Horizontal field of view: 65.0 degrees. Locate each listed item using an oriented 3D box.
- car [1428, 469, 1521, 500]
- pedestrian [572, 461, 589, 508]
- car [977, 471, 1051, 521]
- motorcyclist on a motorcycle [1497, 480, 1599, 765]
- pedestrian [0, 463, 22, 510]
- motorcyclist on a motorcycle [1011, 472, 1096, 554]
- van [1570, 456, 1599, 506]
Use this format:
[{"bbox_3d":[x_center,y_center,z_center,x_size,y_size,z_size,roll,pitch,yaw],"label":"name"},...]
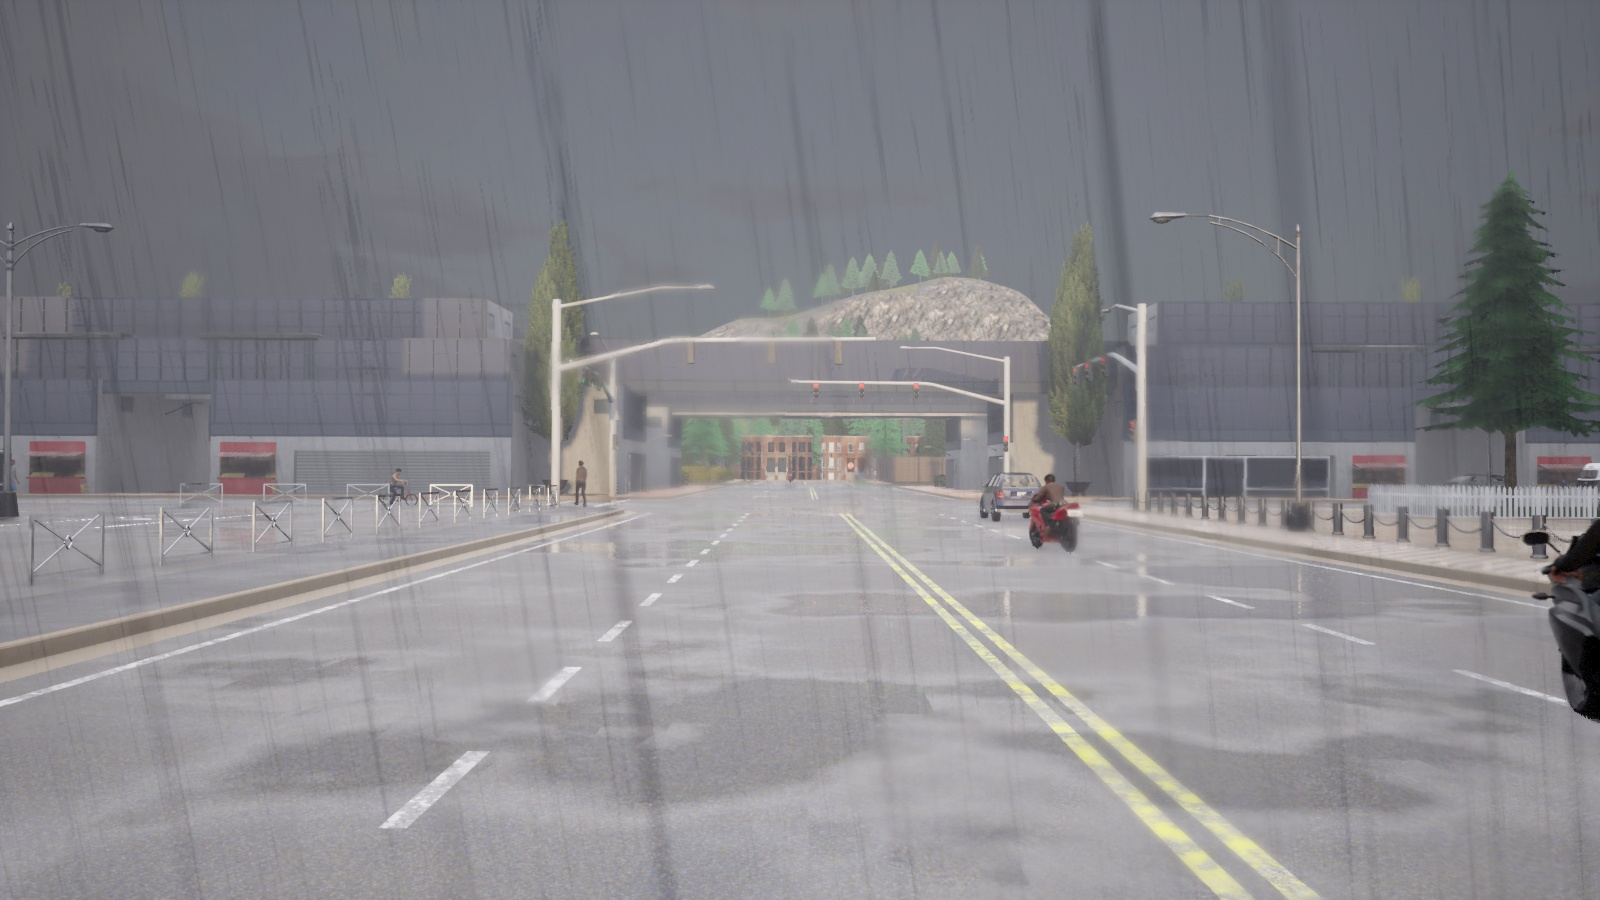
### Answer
[{"bbox_3d":[33.890,1.716,63.182,3.705,1.549,1.789,0,-1,0],"label":"car"},{"bbox_3d":[-8.394,1.311,48.023,0.328,1.805,0.869,0,-1,-32],"label":"pedestrian"},{"bbox_3d":[6.895,1.449,40.792,1.789,1.549,3.705,0,-1,0],"label":"car"},{"bbox_3d":[4.946,0.955,7.443,0.866,1.530,2.191,0,-1,14],"label":"motorcyclist on a motorcycle"},{"bbox_3d":[-30.665,1.413,48.761,0.706,1.836,0.354,0,-1,8],"label":"pedestrian"},{"bbox_3d":[4.924,1.188,24.515,0.797,1.523,2.044,0,-1,-15],"label":"motorcyclist on a motorcycle"},{"bbox_3d":[35.186,1.280,52.687,4.480,2.038,2.069,0,-1,0],"label":"van"}]
